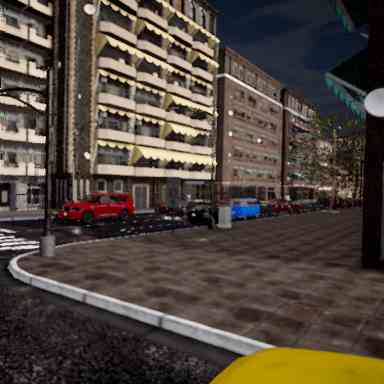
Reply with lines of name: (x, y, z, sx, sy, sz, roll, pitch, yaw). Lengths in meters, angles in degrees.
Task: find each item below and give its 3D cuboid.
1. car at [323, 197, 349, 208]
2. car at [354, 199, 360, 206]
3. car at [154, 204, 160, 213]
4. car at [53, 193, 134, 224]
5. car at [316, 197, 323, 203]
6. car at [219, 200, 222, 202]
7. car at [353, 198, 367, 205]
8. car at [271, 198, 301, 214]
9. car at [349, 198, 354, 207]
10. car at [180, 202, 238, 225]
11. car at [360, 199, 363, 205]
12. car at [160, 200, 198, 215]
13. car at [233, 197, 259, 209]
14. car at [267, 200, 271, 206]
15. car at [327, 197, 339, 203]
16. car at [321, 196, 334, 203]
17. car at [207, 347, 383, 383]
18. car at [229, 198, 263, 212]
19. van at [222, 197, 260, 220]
car: (24.437, 1.753, 56.467, 2.192, 1.841, 5.009, 1, 0, 37)
car: (31.027, 1.969, 65.357, 1.967, 1.590, 4.097, 1, 0, 37)
car: (-2.068, 1.471, 34.800, 1.887, 1.381, 4.507, 1, 0, 37)
car: (-6.721, 1.123, 24.168, 2.150, 2.045, 5.566, 2, 1, 36)
car: (30.894, 1.952, 79.243, 1.947, 1.339, 4.313, 1, 0, 37)
car: (4.524, 1.602, 43.689, 1.802, 1.307, 4.206, 1, 0, 37)
car: (37.617, 2.170, 74.246, 2.008, 1.369, 4.403, 1, 0, 37)
car: (11.250, 1.693, 38.691, 1.967, 1.590, 4.097, 1, 0, 37)
car: (27.728, 2.066, 60.912, 1.802, 1.307, 4.206, 1, 0, 37)
car: (1.359, 1.677, 25.358, 1.947, 1.339, 4.313, 1, 0, 37)
car: (34.321, 2.119, 69.801, 1.887, 1.381, 4.507, 1, 0, 37)
car: (-0.377, 1.540, 32.723, 2.033, 1.411, 5.357, 2, 1, 37)
car: (7.822, 1.507, 48.132, 1.967, 1.590, 4.097, 1, 0, 37)
car: (14.412, 1.742, 57.022, 1.802, 1.307, 4.206, 1, 0, 37)
car: (37.387, 2.018, 87.998, 1.752, 1.417, 4.829, 1, 0, 37)
car: (34.193, 1.871, 83.687, 1.967, 1.590, 4.097, 1, 0, 37)
car: (2.077, 1.536, 1.530, 4.829, 1.417, 1.752, 1, 1, 36)
car: (6.987, 1.590, 42.619, 2.128, 1.511, 4.902, 2, 1, 37)
van: (4.659, 1.500, 29.801, 1.690, 1.788, 3.998, 1, 0, 37)
